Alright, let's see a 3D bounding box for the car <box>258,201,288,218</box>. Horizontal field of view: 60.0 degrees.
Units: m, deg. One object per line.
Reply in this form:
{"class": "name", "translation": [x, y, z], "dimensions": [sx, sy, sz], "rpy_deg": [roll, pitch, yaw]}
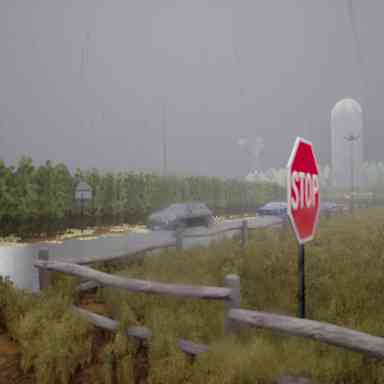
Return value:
{"class": "car", "translation": [8.048, 1.644, 32.022], "dimensions": [1.882, 1.535, 5.008], "rpy_deg": [-1, -1, 36]}

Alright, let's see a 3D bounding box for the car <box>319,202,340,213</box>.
{"class": "car", "translation": [14.132, 1.706, 34.863], "dimensions": [2.033, 1.411, 5.357], "rpy_deg": [-1, -1, 36]}

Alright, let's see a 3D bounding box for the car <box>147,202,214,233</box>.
{"class": "car", "translation": [-0.618, 1.415, 20.002], "dimensions": [2.097, 1.767, 4.553], "rpy_deg": [-1, -1, 36]}
